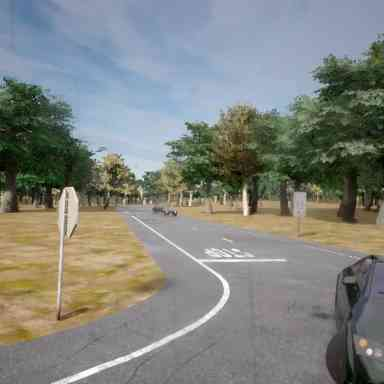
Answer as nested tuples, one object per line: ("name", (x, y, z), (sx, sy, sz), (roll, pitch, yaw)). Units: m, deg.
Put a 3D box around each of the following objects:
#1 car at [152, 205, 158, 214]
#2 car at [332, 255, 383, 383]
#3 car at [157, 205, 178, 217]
("car", (-5.652, 2.963, 56.882), (1.882, 1.535, 5.008), (3, -2, -14))
("car", (3.105, 1.643, 4.618), (1.994, 1.385, 4.181), (1, -1, 22))
("car", (-3.410, 2.852, 48.032), (1.895, 1.301, 4.718), (3, -2, -13))
